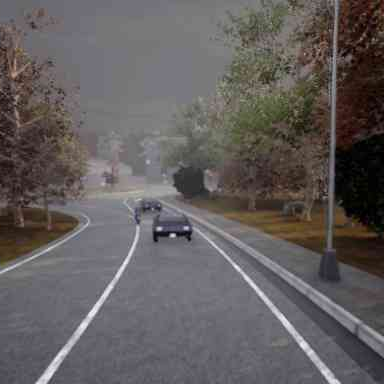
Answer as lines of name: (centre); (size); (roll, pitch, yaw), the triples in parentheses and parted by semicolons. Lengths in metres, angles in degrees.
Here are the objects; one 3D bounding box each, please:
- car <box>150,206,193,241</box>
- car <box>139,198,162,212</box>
car: (-1.123, 1.688, 17.440); (1.895, 1.301, 4.718); (-1, 0, -6)
car: (-4.261, 1.208, 33.559); (1.895, 1.301, 4.718); (-1, 3, -14)
